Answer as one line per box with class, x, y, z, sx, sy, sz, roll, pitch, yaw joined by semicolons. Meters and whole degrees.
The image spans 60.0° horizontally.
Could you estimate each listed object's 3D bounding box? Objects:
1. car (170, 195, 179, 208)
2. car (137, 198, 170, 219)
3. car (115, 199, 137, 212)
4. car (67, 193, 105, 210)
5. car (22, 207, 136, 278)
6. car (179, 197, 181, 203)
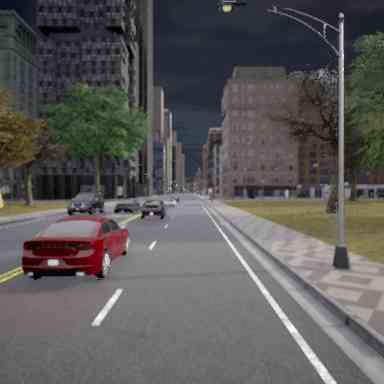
car;-3.161;1.469;45.619;1.895;1.301;4.718;0;0;0
car;-3.157;1.417;28.308;1.837;1.490;4.892;0;1;0
car;-6.539;1.443;33.982;2.033;1.411;5.357;0;0;1
car;-9.812;1.126;31.300;2.150;2.045;5.566;0;0;0
car;-3.153;1.443;10.027;1.882;1.535;5.008;0;0;0
car;-3.187;1.368;62.117;1.812;1.442;4.674;0;0;0
